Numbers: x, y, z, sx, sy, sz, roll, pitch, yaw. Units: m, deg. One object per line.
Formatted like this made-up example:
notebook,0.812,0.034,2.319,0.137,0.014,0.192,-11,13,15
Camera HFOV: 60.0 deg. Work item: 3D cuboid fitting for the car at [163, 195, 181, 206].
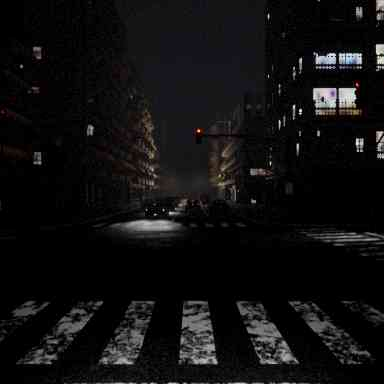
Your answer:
car,-3.123,1.364,49.537,2.097,1.767,4.553,0,0,0

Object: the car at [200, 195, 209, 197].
car,2.657,1.596,55.190,1.802,1.307,4.206,0,0,0

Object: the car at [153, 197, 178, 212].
car,-3.118,1.572,39.538,1.994,1.385,4.181,0,0,0

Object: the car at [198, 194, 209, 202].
car,2.643,1.344,77.327,2.192,1.841,5.009,0,0,0

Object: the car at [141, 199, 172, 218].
car,-3.118,1.606,30.419,1.895,1.301,4.718,0,0,0

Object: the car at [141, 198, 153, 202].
car,-5.717,1.561,44.116,2.008,1.369,4.403,0,0,0

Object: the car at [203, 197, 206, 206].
car,2.667,1.559,38.587,2.008,1.369,4.403,0,0,0

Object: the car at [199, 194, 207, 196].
car,2.653,1.599,60.724,1.802,1.307,4.206,0,0,0

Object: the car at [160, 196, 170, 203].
car,-5.735,1.569,71.787,1.887,1.381,4.507,0,0,0

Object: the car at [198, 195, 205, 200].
car,2.631,1.586,93.929,1.887,1.381,4.507,0,0,0

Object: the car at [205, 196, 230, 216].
car,2.671,1.447,33.053,1.967,1.590,4.097,0,0,0

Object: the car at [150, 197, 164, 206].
car,-5.724,1.580,55.186,1.947,1.339,4.313,0,0,0

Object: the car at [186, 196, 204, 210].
car,0.078,1.557,43.370,2.033,1.411,5.357,0,0,0

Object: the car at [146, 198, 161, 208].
car,-5.720,1.594,49.651,1.802,1.307,4.206,0,0,0

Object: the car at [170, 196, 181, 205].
car,-3.067,1.525,61.969,1.837,1.490,4.892,0,-1,0
